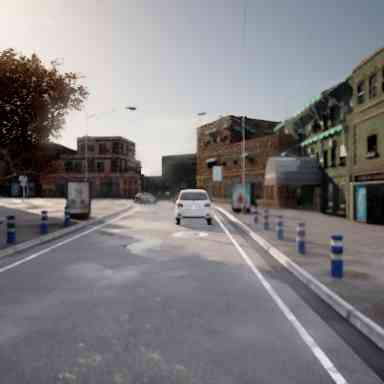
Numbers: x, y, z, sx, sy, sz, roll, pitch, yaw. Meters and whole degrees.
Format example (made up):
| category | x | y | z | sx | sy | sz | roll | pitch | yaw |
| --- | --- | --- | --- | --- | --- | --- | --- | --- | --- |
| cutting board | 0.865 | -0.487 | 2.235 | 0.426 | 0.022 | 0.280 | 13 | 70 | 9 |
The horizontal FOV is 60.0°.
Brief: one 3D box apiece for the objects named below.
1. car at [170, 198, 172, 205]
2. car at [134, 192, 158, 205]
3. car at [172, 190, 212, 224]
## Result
| category | x | y | z | sx | sy | sz | roll | pitch | yaw |
| --- | --- | --- | --- | --- | --- | --- | --- | --- | --- |
| car | -1.221 | 0.913 | 40.029 | 2.033 | 1.411 | 5.357 | 0 | 1 | -16 |
| car | -5.819 | 0.808 | 41.419 | 2.128 | 1.511 | 4.902 | 0 | 1 | -27 |
| car | 0.098 | 0.878 | 21.474 | 2.150 | 2.045 | 5.566 | 0 | 1 | 0 |
